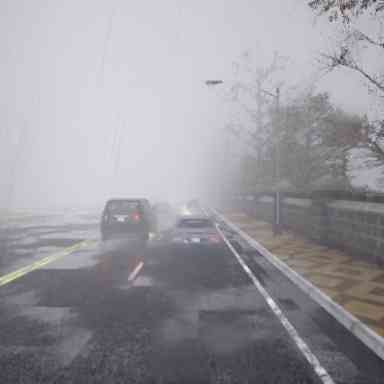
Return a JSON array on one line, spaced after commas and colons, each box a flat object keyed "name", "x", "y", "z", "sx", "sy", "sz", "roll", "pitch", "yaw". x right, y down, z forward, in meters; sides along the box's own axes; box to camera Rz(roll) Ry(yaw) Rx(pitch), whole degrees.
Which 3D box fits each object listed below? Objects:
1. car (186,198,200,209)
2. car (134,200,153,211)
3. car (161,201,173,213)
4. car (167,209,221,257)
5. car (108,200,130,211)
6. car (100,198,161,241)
[{"name": "car", "x": 0.130, "y": 1.729, "z": 49.721, "sx": 1.837, "sy": 1.490, "sz": 4.892, "roll": 0, "pitch": -1, "yaw": 0}, {"name": "car", "x": -6.535, "y": 1.805, "z": 45.617, "sx": 1.895, "sy": 1.301, "sz": 4.718, "roll": 0, "pitch": 0, "yaw": 0}, {"name": "car", "x": -3.125, "y": 1.707, "z": 35.426, "sx": 2.033, "sy": 1.411, "sz": 5.357, "roll": 0, "pitch": 0, "yaw": 0}, {"name": "car", "x": 0.109, "y": 1.607, "z": 13.190, "sx": 2.033, "sy": 1.411, "sz": 5.357, "roll": 0, "pitch": 0, "yaw": 0}, {"name": "car", "x": -9.787, "y": 1.765, "z": 44.961, "sx": 1.994, "sy": 1.385, "sz": 4.181, "roll": 0, "pitch": 0, "yaw": 0}, {"name": "car", "x": -3.137, "y": 1.300, "z": 17.368, "sx": 2.150, "sy": 2.045, "sz": 5.566, "roll": 0, "pitch": 0, "yaw": 0}]
